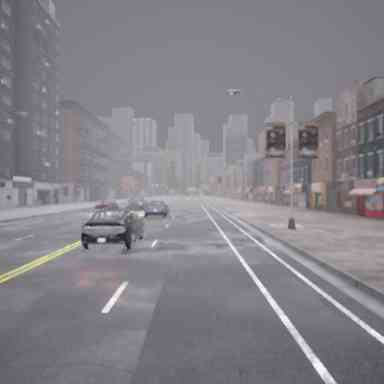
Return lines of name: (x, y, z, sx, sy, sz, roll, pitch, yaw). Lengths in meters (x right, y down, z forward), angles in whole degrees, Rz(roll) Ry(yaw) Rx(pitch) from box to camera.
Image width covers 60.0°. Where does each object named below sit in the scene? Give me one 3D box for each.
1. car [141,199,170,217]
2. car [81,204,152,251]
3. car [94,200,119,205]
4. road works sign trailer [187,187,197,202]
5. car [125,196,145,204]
car: (-3.146, 1.528, 30.533, 1.994, 1.385, 4.181, 0, 0, 0)
car: (-3.149, 1.462, 14.004, 2.128, 1.511, 4.902, 0, 0, 0)
car: (-9.836, 1.567, 38.521, 1.895, 1.301, 4.718, 0, 0, 0)
road works sign trailer: (0.013, 0.491, 79.456, 2.380, 3.560, 2.880, 0, 0, 0)
car: (-6.581, 1.318, 39.547, 2.097, 1.767, 4.553, 0, 0, 0)
